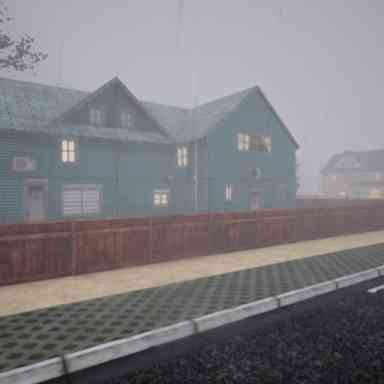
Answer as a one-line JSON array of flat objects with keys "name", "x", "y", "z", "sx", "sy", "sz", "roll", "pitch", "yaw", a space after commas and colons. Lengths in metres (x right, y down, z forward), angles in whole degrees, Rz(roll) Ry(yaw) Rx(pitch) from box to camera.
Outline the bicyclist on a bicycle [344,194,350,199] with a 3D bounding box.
[{"name": "bicyclist on a bicycle", "x": 17.086, "y": 1.041, "z": 36.602, "sx": 1.656, "sy": 1.620, "sz": 0.582, "roll": -1, "pitch": 1, "yaw": -36}]
